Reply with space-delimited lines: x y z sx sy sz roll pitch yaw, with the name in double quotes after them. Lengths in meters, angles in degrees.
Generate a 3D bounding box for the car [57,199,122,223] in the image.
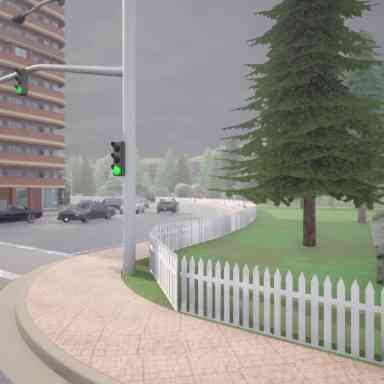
-7.798 1.492 25.283 2.033 1.411 5.357 0 0 17 "car"

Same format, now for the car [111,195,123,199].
-9.795 1.492 41.909 2.033 1.411 5.357 0 0 -7 "car"

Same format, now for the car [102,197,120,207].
-12.649 1.508 51.565 1.994 1.385 4.181 0 0 -24 "car"

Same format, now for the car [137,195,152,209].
-6.925 1.470 44.918 1.812 1.442 4.674 0 0 -13 "car"

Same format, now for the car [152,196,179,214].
-2.444 1.436 34.808 2.128 1.511 4.902 0 0 4 "car"

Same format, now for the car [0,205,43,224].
-12.683 1.545 22.602 1.895 1.301 4.718 0 0 23 "car"

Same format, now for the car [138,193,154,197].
-9.583 1.166 66.430 2.150 2.045 5.566 0 0 -40 "car"

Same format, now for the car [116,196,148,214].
-6.169 1.470 34.727 1.812 1.442 4.674 0 0 3 "car"

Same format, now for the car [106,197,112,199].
-9.882 1.492 31.835 2.033 1.411 5.357 0 0 8 "car"

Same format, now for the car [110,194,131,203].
-14.241 1.295 66.163 2.097 1.767 4.553 0 0 -42 "car"
